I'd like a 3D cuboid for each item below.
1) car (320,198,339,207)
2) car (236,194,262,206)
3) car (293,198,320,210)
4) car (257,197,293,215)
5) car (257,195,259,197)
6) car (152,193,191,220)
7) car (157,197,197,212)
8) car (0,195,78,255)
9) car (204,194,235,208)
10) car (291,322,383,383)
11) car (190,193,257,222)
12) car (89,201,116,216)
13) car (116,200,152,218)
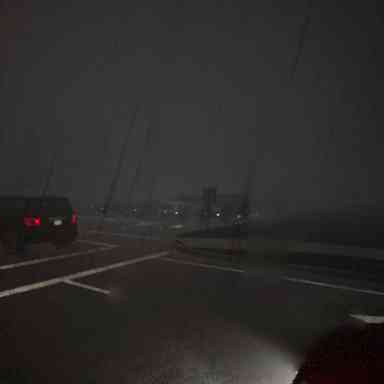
[{"bbox_3d":[20.906,1.533,50.756,1.895,1.301,4.718,0,0,37],"label":"car"},{"bbox_3d":[9.014,1.225,52.329,2.097,1.767,4.553,0,0,36],"label":"car"},{"bbox_3d":[13.965,1.495,41.319,1.994,1.385,4.181,0,0,37],"label":"car"},{"bbox_3d":[8.112,1.494,33.323,1.994,1.385,4.181,0,0,36],"label":"car"},{"bbox_3d":[5.289,1.387,35.393,1.882,1.535,5.008,0,0,36],"label":"car"},{"bbox_3d":[-0.404,1.131,27.594,2.150,2.045,5.566,0,0,36],"label":"car"},{"bbox_3d":[-1.620,1.347,37.801,1.882,1.535,5.008,0,0,36],"label":"car"},{"bbox_3d":[-6.864,1.147,13.168,5.566,2.045,2.150,0,0,35],"label":"car"},{"bbox_3d":[3.774,1.223,45.181,2.097,1.767,4.553,0,0,36],"label":"car"},{"bbox_3d":[2.738,1.571,2.042,4.181,1.385,1.994,0,0,35],"label":"car"},{"bbox_3d":[2.599,1.150,25.759,2.150,2.045,5.566,0,0,37],"label":"car"},{"bbox_3d":[-6.970,1.469,30.476,1.895,1.301,4.718,0,0,36],"label":"car"},{"bbox_3d":[-3.921,1.414,28.716,1.812,1.442,4.674,0,0,36],"label":"car"}]
